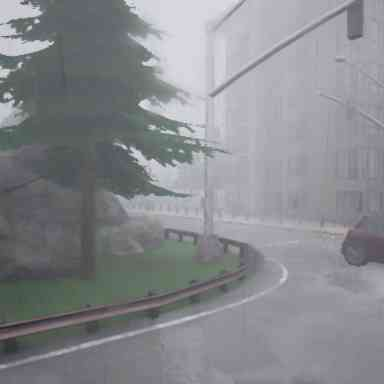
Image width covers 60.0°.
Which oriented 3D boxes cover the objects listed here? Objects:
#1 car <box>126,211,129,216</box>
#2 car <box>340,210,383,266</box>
[{"bbox_3d":[-7.549,1.671,29.591,2.033,1.411,5.357,1,0,-36],"label":"car"},{"bbox_3d":[6.966,1.477,9.876,2.097,1.767,4.553,1,-1,-37],"label":"car"}]
